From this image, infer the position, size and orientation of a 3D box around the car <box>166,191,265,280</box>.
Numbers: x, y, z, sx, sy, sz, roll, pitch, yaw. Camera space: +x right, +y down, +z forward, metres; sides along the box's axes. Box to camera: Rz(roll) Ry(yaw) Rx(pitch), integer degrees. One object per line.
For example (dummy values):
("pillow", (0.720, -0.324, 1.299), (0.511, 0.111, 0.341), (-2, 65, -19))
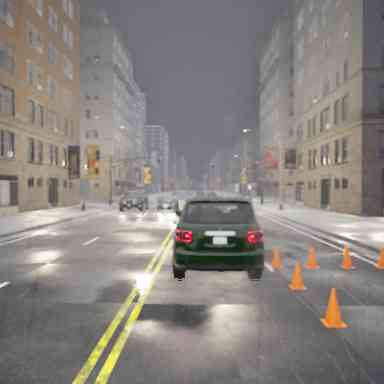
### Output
("car", (0.649, 1.100, 9.727), (2.150, 2.045, 5.566), (0, 0, 1))

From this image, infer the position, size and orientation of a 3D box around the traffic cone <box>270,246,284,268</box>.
("traffic cone", (2.424, 1.843, 9.527), (0.340, 0.580, 0.340), (0, 1, 1))

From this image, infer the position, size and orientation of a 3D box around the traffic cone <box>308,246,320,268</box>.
("traffic cone", (3.424, 1.845, 9.508), (0.340, 0.580, 0.340), (0, 1, 1))

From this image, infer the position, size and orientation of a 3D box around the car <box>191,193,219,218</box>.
("car", (0.988, 1.024, 27.000), (2.097, 1.767, 4.553), (0, 1, 1))

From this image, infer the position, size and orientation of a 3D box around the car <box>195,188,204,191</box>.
("car", (2.100, 0.057, 90.425), (2.150, 2.045, 5.566), (0, 1, 1))

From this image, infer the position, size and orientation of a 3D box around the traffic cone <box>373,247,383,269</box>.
("traffic cone", (5.424, 1.850, 9.470), (0.340, 0.580, 0.340), (0, 1, 1))

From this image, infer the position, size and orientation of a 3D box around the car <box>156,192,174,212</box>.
("car", (-2.309, 1.093, 32.414), (2.128, 1.511, 4.902), (0, 1, 2))

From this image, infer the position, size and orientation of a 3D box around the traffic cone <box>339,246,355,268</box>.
("traffic cone", (4.424, 1.848, 9.489), (0.340, 0.580, 0.340), (0, 1, 1))

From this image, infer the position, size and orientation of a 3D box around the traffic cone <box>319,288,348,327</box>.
("traffic cone", (2.348, 1.891, 5.528), (0.340, 0.580, 0.340), (0, 1, 1))

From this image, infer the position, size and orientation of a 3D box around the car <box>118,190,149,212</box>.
("car", (-5.555, 0.816, 32.496), (2.150, 2.045, 5.566), (0, 0, 2))

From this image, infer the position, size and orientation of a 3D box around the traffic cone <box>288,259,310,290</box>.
("traffic cone", (2.386, 1.867, 7.528), (0.340, 0.580, 0.340), (0, 1, 1))
